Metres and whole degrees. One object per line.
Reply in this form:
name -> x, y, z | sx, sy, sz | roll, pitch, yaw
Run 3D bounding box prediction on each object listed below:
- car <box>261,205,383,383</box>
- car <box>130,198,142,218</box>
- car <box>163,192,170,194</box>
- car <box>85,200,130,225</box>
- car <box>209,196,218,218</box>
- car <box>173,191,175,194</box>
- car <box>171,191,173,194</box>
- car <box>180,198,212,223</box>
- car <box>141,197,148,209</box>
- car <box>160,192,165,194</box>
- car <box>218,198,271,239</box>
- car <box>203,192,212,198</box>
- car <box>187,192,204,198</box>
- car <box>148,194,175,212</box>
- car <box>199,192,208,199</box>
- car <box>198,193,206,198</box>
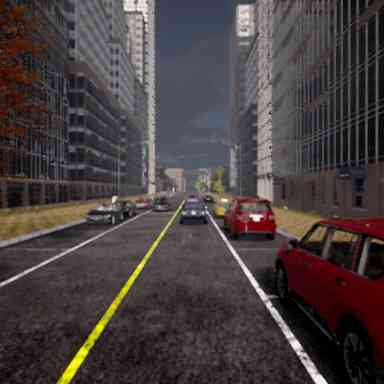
car -> 2.695, 1.278, 4.912 | 2.192, 1.841, 5.009 | 0, 0, 0
car -> -5.687, 1.357, 27.695 | 1.947, 1.339, 4.313 | 0, 0, 0
car -> -5.687, 1.062, 61.846 | 1.887, 1.381, 4.507 | 0, 0, 0
car -> -5.687, 1.386, 22.002 | 2.008, 1.369, 4.403 | 0, 0, 0
car -> 2.694, 1.316, 27.851 | 1.752, 1.417, 4.829 | 0, 0, 0
car -> -5.687, 0.718, 90.305 | 1.967, 1.590, 4.097 | 0, 0, 0
car -> -5.687, 1.005, 73.231 | 1.802, 1.307, 4.206 | 0, 0, 0
car -> 0.100, 1.370, 23.663 | 2.033, 1.411, 5.357 | 0, 0, 0
car -> -5.687, 1.283, 39.077 | 1.802, 1.307, 4.206 | 0, 0, 0
car -> -5.687, 1.161, 50.462 | 2.008, 1.369, 4.403 | 0, 0, 0
car -> 2.695, 1.194, 16.297 | 2.192, 1.841, 5.009 | 0, 0, 0
car -> 2.693, 1.130, 56.142 | 1.947, 1.339, 4.313 | 0, 0, 0
car -> 0.100, 1.110, 41.956 | 2.033, 1.649, 4.856 | 0, 1, 0
car -> -3.095, 1.243, 34.573 | 1.837, 1.490, 4.892 | 0, 0, 0
car -> 2.694, 0.816, 78.907 | 1.967, 1.590, 4.097 | 0, 0, 0
car -> 2.693, 0.860, 90.292 | 1.802, 1.307, 4.206 | 0, 0, 0
